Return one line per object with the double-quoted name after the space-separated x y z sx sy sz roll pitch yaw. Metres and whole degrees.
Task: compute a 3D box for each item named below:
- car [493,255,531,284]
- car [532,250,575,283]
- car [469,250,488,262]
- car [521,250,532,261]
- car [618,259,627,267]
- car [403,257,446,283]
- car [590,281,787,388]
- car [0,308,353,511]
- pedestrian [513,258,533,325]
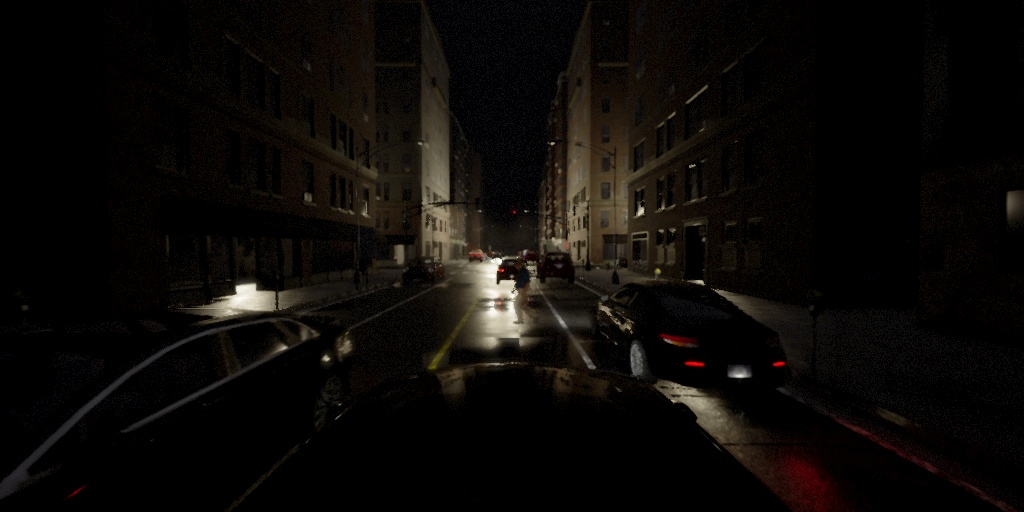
0.010 0.874 21.669 1.812 1.442 4.674 0 1 0 "car"
2.640 0.650 22.332 2.192 1.841 5.009 0 0 0 "car"
-5.414 -0.006 54.885 2.192 1.841 5.009 0 0 0 "car"
2.705 0.105 49.382 2.192 1.841 5.009 0 0 0 "car"
13.014 0.602 34.343 5.357 1.411 2.033 0 1 -1 "car"
-5.386 0.775 22.332 1.967 1.591 4.097 0 0 0 "car"
2.751 1.178 6.631 1.812 1.442 4.674 0 1 0 "car"
-2.849 1.227 2.438 2.128 1.511 4.902 0 1 0 "car"
0.279 0.888 9.463 0.375 1.860 0.375 0 1 0 "pedestrian"
